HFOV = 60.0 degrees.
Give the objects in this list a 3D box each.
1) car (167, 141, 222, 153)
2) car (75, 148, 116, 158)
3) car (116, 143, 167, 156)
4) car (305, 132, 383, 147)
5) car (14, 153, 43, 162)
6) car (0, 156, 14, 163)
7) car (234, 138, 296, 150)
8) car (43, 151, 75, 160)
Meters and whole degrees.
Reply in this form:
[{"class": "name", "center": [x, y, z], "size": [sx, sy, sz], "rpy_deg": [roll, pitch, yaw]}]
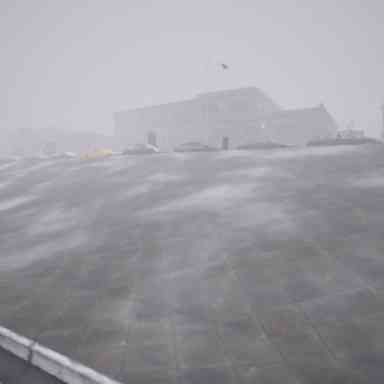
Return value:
[{"class": "car", "center": [0.686, -3.482, 27.988], "size": [4.792, 1.488, 2.163], "rpy_deg": [1, 1, 29]}, {"class": "car", "center": [-9.062, -3.684, 33.604], "size": [5.008, 1.535, 2.097], "rpy_deg": [1, 1, 32]}, {"class": "car", "center": [-4.308, -3.724, 30.788], "size": [4.553, 1.767, 2.185], "rpy_deg": [1, 1, 31]}, {"class": "car", "center": [10.382, -3.342, 22.923], "size": [4.892, 1.521, 2.231], "rpy_deg": [1, 1, 27]}, {"class": "car", "center": [-18.422, -3.849, 39.561], "size": [4.892, 1.521, 2.231], "rpy_deg": [1, 0, 34]}, {"class": "car", "center": [-22.989, -3.910, 42.661], "size": [4.892, 1.521, 2.231], "rpy_deg": [1, 0, 34]}, {"class": "car", "center": [5.550, -3.387, 25.381], "size": [4.674, 1.452, 2.002], "rpy_deg": [1, 1, 28]}, {"class": "car", "center": [-13.774, -3.729, 36.533], "size": [4.674, 1.452, 2.002], "rpy_deg": [1, 1, 33]}]
